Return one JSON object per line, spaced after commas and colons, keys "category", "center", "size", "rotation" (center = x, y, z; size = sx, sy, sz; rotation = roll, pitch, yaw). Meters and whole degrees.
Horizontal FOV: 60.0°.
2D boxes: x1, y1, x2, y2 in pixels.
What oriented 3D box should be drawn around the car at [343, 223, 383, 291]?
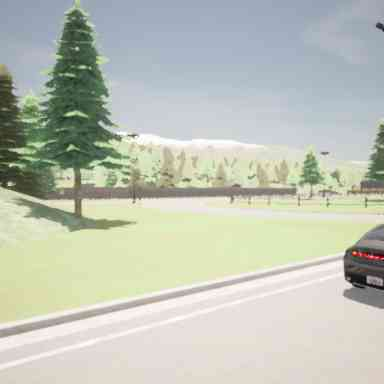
{"category": "car", "center": [5.482, 1.434, 7.766], "size": [4.892, 1.490, 1.837], "rotation": [-1, 0, -35]}
